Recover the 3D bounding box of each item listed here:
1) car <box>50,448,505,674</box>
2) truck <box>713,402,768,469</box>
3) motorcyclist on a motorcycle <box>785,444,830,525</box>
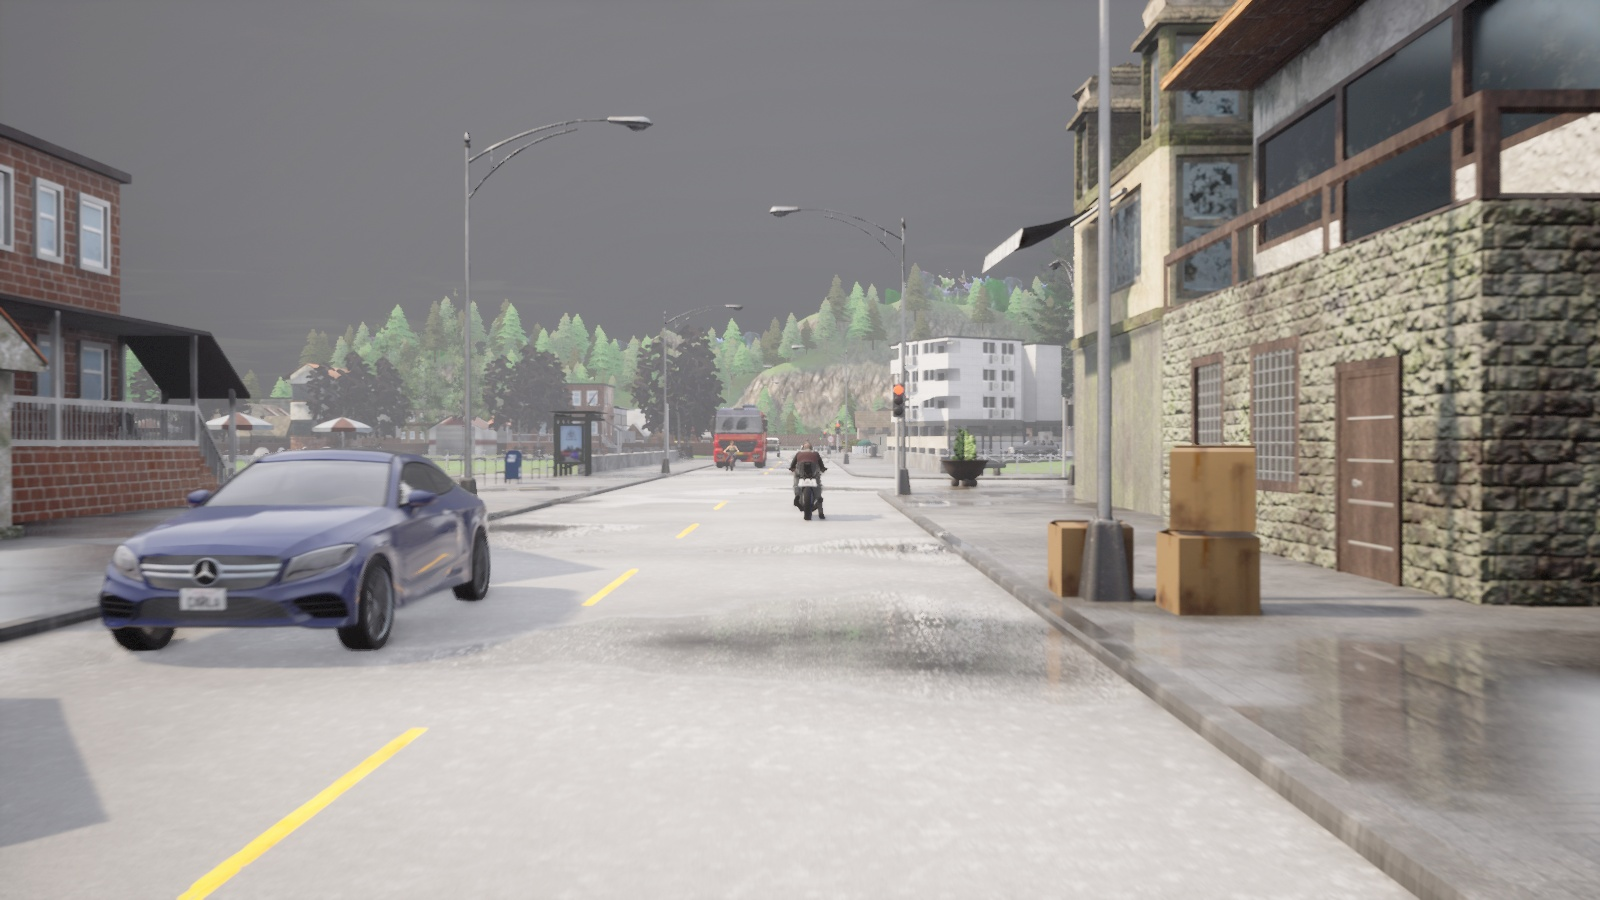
[{"bbox_3d":[-3.926,0.710,10.451,1.812,1.442,4.674,0,0,0],"label":"car"},{"bbox_3d":[-3.553,-0.852,76.342,2.891,3.827,8.468,0,0,0],"label":"truck"},{"bbox_3d":[0.156,0.641,24.877,0.866,1.530,2.191,0,0,1],"label":"motorcyclist on a motorcycle"}]
